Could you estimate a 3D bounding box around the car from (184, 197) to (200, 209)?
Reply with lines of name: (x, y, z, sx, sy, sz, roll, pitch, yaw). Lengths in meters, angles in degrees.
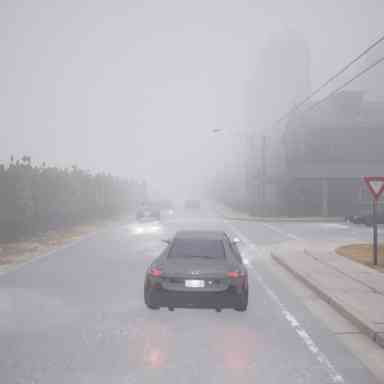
car: (0.010, 1.478, 44.342, 1.882, 1.535, 5.008, 0, 0, -4)

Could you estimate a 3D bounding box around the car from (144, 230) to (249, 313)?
car: (0.197, 1.564, 7.796, 1.994, 1.385, 4.181, 0, 0, 4)

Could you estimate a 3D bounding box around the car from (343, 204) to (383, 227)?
car: (12.940, 1.521, 21.905, 5.357, 1.411, 2.033, 0, 0, 0)

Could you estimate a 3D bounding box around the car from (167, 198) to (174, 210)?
car: (-3.486, 1.513, 44.168, 1.882, 1.535, 5.008, 0, 0, 0)

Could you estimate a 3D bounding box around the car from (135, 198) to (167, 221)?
car: (-3.491, 1.490, 27.422, 2.128, 1.511, 4.902, 0, 0, -2)
